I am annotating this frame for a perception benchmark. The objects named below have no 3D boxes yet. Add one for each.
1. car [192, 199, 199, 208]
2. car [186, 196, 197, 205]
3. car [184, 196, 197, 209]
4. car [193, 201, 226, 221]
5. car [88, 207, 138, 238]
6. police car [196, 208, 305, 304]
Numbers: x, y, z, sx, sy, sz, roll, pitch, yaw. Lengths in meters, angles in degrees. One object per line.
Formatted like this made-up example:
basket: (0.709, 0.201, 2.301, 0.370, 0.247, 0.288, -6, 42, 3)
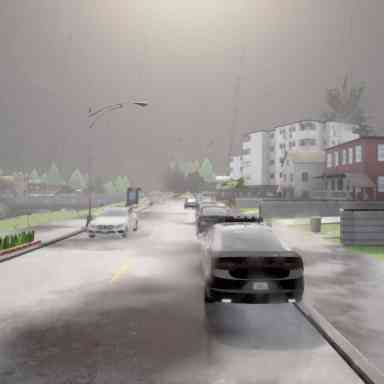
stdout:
car: (1.163, 1.506, 24.241, 1.837, 1.490, 4.892, 0, 0, 0)
car: (-0.088, 1.478, 59.082, 1.882, 1.535, 5.008, 0, 0, 0)
car: (-0.044, 1.564, 45.756, 1.994, 1.385, 4.181, 0, 0, 0)
car: (1.172, 1.478, 18.241, 1.882, 1.535, 5.008, 0, 0, 0)
car: (-4.027, 1.526, 17.655, 1.812, 1.442, 4.674, 0, 0, 0)
police car: (1.187, 1.425, 8.351, 1.930, 1.638, 5.238, 0, 0, 0)
